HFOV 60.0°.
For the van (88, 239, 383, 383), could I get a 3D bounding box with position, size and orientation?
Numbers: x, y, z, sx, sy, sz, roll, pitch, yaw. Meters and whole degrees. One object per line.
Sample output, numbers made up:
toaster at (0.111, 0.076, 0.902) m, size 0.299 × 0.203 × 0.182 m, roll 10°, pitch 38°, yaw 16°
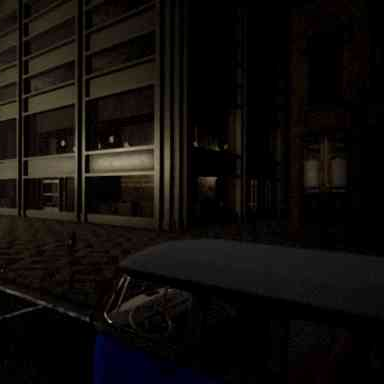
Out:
van at (1.002, 1.338, 2.250) m, size 3.998 × 1.788 × 1.690 m, roll 1°, pitch 0°, yaw 36°
